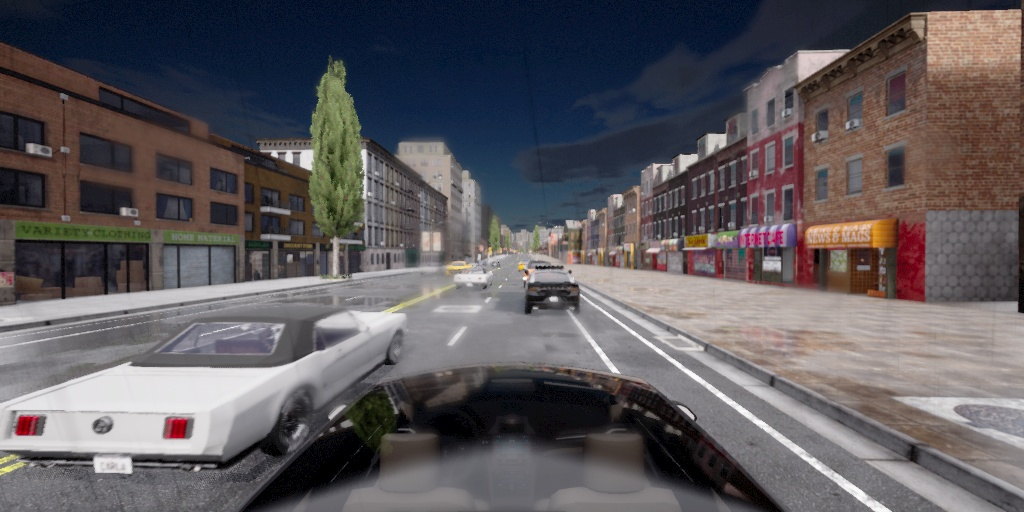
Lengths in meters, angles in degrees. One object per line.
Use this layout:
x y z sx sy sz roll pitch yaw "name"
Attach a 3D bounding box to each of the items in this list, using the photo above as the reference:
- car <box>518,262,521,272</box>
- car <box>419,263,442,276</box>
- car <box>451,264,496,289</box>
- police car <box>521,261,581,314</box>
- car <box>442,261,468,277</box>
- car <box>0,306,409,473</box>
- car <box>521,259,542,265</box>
1.887 1.369 49.187 1.882 1.535 5.008 0 0 2 "car"
-8.417 1.420 38.320 1.895 1.301 4.718 0 0 2 "car"
-2.328 1.369 22.946 1.895 1.301 4.718 0 0 2 "car"
1.443 1.184 13.971 1.930 1.638 5.238 0 0 2 "police car"
-5.264 1.285 35.844 1.882 1.535 5.008 0 0 2 "car"
-3.044 1.352 5.042 1.895 1.301 4.718 0 0 2 "car"
1.836 1.120 23.824 2.097 1.767 4.553 0 0 2 "car"
